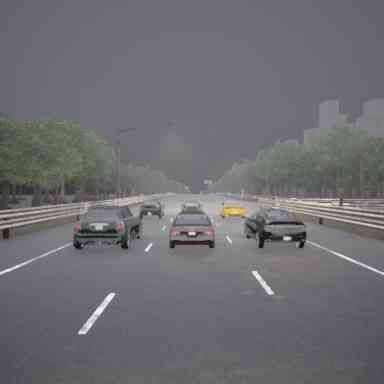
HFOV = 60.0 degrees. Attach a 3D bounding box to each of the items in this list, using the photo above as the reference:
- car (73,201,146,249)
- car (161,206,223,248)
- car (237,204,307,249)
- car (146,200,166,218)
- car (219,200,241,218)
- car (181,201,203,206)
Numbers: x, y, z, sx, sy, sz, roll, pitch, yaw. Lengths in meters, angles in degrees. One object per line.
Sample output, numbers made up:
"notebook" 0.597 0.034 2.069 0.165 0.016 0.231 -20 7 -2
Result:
"car" -3.500 1.366 14.620 2.097 1.767 4.553 0 0 0
"car" 0.000 1.563 14.650 2.033 1.411 5.357 0 0 0
"car" 3.500 1.495 14.650 2.128 1.511 4.902 0 0 0
"car" -3.500 1.512 29.650 1.837 1.490 4.892 0 0 0
"car" 3.500 1.481 29.649 1.882 1.535 5.008 0 0 0
"car" 0.000 1.530 29.649 1.812 1.442 4.674 0 0 0
